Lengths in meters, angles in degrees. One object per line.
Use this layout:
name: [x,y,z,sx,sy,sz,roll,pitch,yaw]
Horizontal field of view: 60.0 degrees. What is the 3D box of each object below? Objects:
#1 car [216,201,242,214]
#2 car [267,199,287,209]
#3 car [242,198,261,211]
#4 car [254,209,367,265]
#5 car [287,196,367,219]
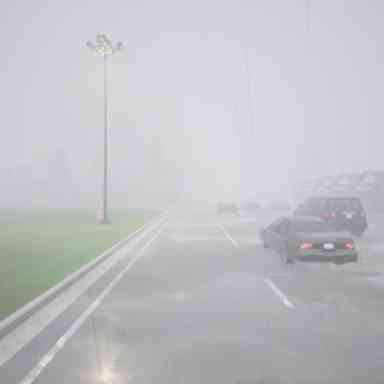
car: [3.597,1.581,34.606,1.895,1.301,4.718,0,0,0]
car: [10.555,1.541,40.687,1.994,1.385,4.181,0,0,0]
car: [7.058,1.503,40.264,1.812,1.442,4.674,0,0,0]
car: [3.755,1.541,11.685,2.033,1.411,5.357,0,0,0]
car: [7.210,1.213,17.989,2.150,2.045,5.566,0,0,0]
